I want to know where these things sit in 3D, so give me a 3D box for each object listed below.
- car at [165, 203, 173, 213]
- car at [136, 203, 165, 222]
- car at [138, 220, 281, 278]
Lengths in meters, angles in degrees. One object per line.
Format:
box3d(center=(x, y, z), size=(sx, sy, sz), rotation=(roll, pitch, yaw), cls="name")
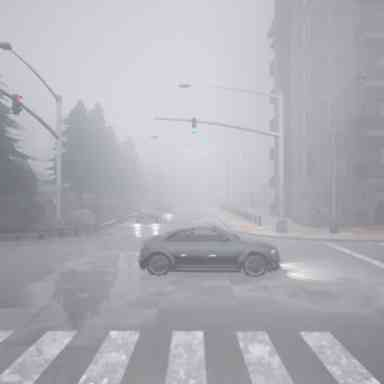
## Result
box3d(center=(-3.628, 2.116, 44.676), size=(1.895, 1.301, 4.718), rotation=(0, -1, 1), cls="car")
box3d(center=(-3.758, 1.879, 29.742), size=(1.812, 1.442, 4.674), rotation=(0, -1, 0), cls="car")
box3d(center=(0.494, 1.694, 10.086), size=(4.181, 1.385, 1.994), rotation=(0, -1, 1), cls="car")
